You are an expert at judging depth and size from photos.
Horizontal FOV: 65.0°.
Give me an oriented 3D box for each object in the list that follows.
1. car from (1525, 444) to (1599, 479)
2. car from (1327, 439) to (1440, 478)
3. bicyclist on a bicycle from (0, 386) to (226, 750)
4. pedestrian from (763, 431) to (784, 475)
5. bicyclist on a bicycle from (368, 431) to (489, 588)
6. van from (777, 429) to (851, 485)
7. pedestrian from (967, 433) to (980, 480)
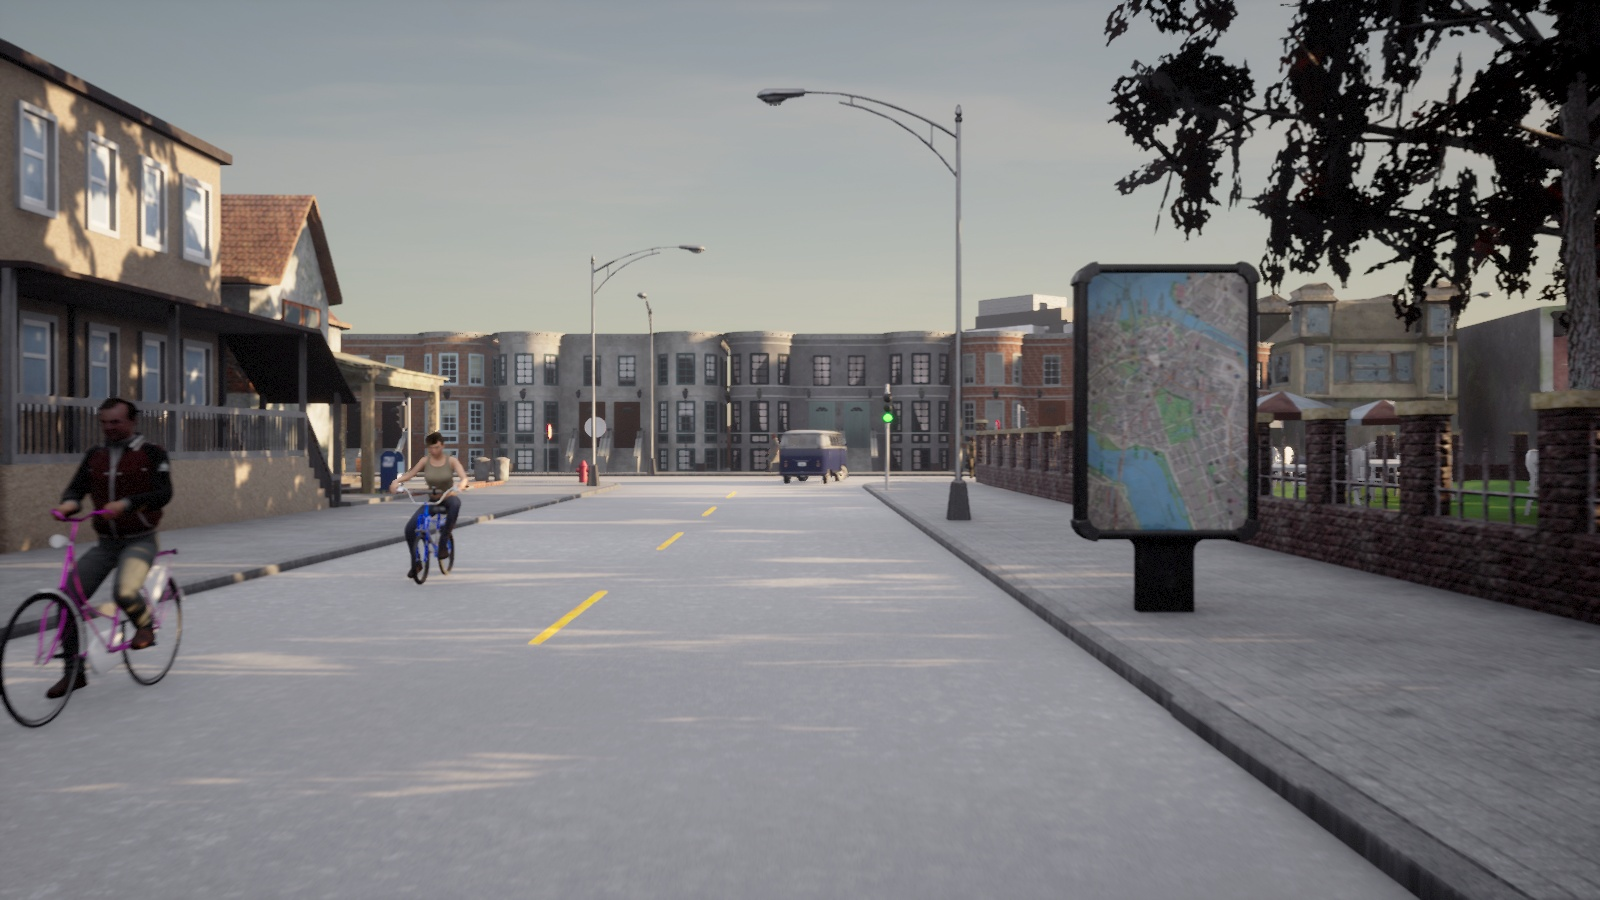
[{"bbox_3d":[33.679,0.483,53.767,4.193,1.474,1.816,0,0,1],"label":"car"},{"bbox_3d":[24.955,0.361,53.767,3.988,1.617,1.851,0,0,0],"label":"car"},{"bbox_3d":[-3.978,0.574,7.056,0.659,1.776,1.843,0,0,0],"label":"bicyclist on a bicycle"},{"bbox_3d":[-1.203,0.134,57.071,0.873,1.952,0.659,0,0,4],"label":"pedestrian"},{"bbox_3d":[-3.979,0.603,13.582,0.866,1.612,1.509,0,0,0],"label":"bicyclist on a bicycle"},{"bbox_3d":[0.598,0.235,46.915,1.775,1.987,4.442,0,0,14],"label":"van"},{"bbox_3d":[7.063,0.260,51.020,0.396,1.930,0.692,0,0,-3],"label":"pedestrian"}]
